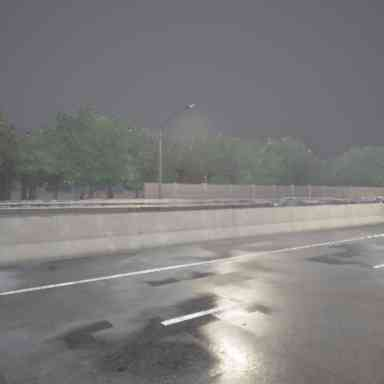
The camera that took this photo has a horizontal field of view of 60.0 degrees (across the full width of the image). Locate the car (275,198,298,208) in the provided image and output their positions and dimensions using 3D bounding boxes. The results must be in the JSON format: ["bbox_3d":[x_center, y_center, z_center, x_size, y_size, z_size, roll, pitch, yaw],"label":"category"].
[{"bbox_3d":[11.983,1.571,38.314,4.181,1.385,1.994,0,0,-35],"label":"car"}]

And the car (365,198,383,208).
[{"bbox_3d":[28.148,1.610,49.802,4.718,1.301,1.895,0,0,-35],"label":"car"}]

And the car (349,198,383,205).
[{"bbox_3d":[17.799,1.511,33.862,4.892,1.490,1.837,0,0,-35],"label":"car"}]

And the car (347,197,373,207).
[{"bbox_3d":[26.854,1.574,53.183,4.181,1.385,1.994,0,0,-35],"label":"car"}]

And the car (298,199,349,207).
[{"bbox_3d":[14.088,1.553,35.520,5.357,1.411,2.033,0,0,-35],"label":"car"}]

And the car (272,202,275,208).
[{"bbox_3d":[12.463,1.499,42.946,4.902,1.511,2.128,0,0,-35],"label":"car"}]
